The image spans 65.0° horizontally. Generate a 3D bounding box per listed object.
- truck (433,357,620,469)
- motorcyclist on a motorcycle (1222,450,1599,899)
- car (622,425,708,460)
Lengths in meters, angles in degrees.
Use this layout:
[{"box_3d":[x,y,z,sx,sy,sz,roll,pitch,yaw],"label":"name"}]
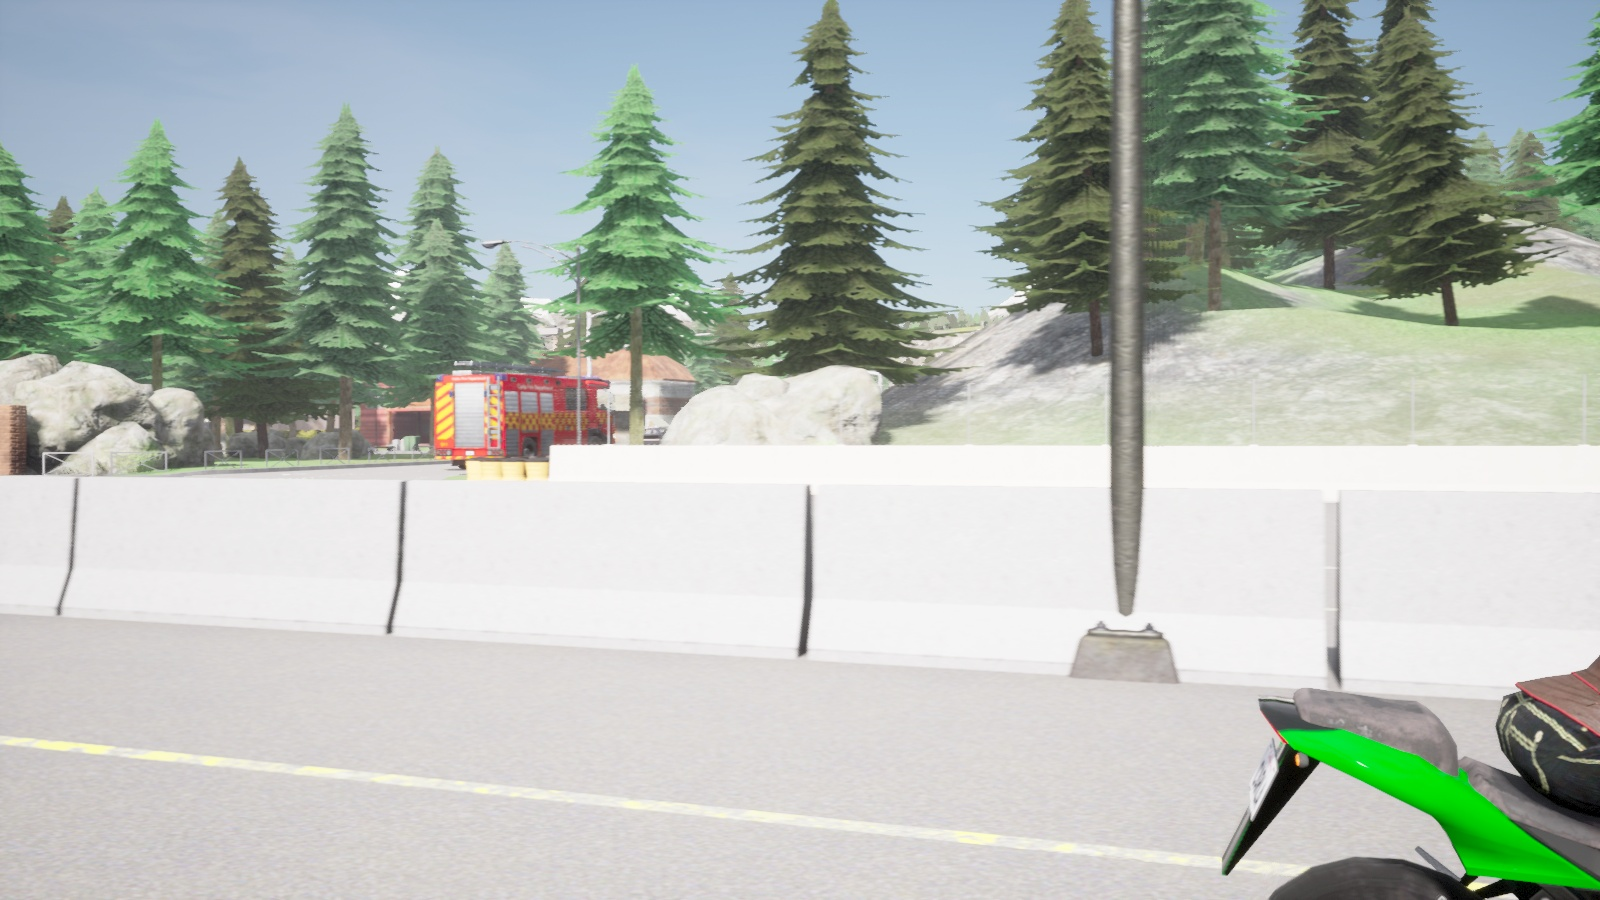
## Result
[{"box_3d":[-10.068,-1.332,47.460,2.891,3.827,8.468,1,1,19],"label":"truck"},{"box_3d":[1.936,0.775,2.541,2.044,1.523,0.797,1,1,19],"label":"motorcyclist on a motorcycle"},{"box_3d":[-6.231,-0.374,58.536,2.128,1.511,4.902,1,1,19],"label":"car"}]
